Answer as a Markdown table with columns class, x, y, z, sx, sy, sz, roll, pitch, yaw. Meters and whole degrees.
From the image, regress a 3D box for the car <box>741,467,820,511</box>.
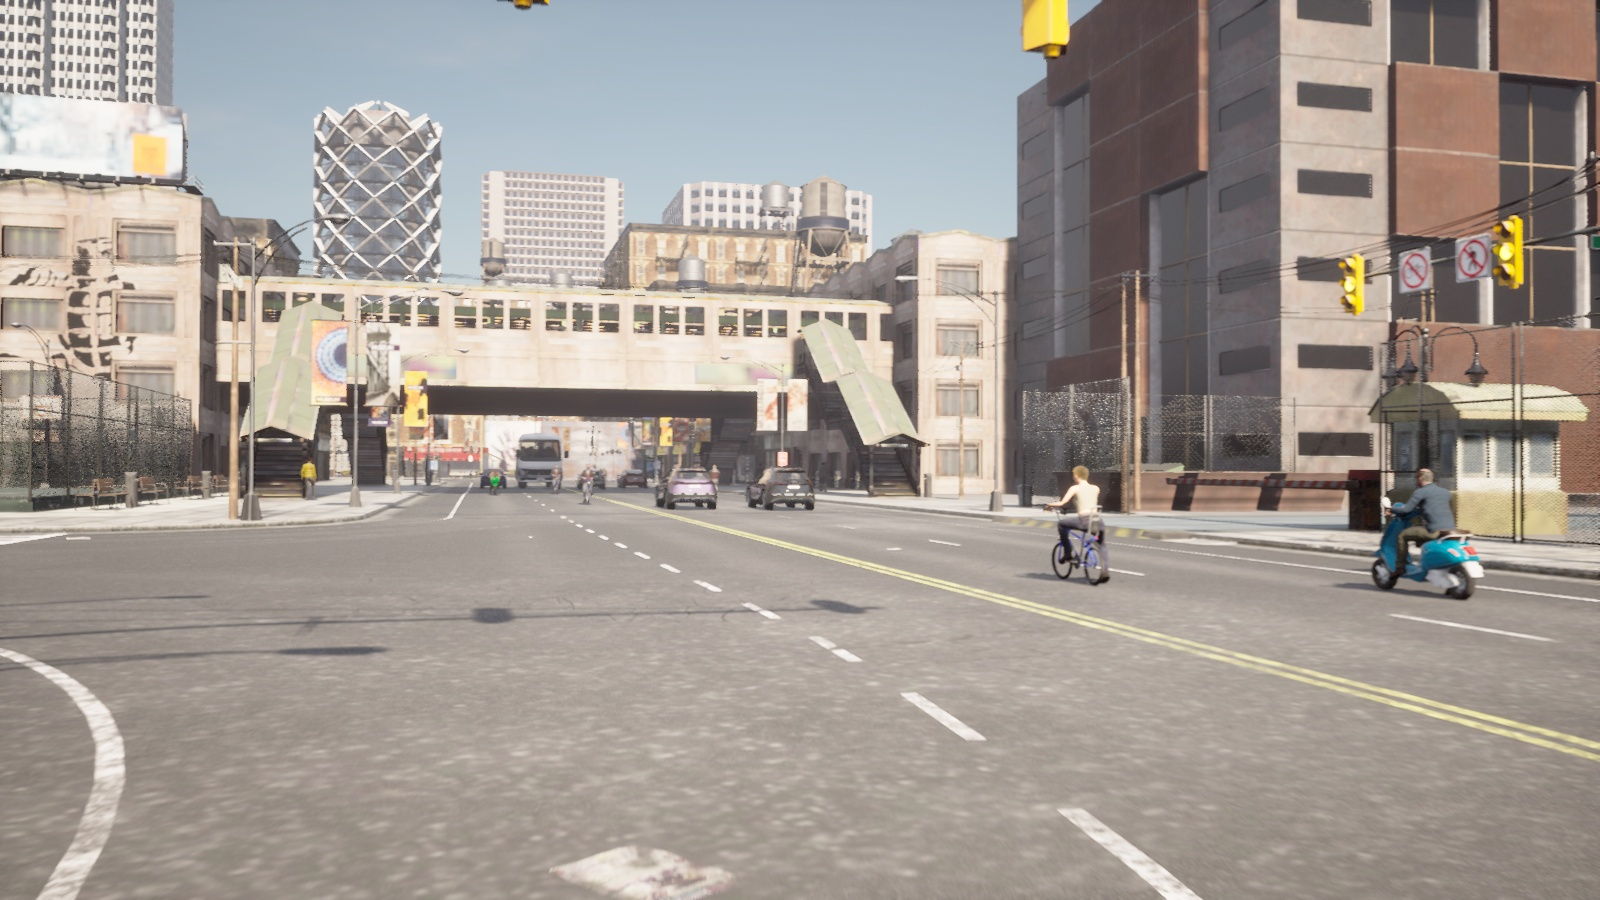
| class | x | y | z | sx | sy | sz | roll | pitch | yaw |
| --- | --- | --- | --- | --- | --- | --- | --- | --- | --- |
| car | -0.833 | 1.485 | 49.125 | 2.033 | 1.649 | 4.856 | 0 | -1 | -14 |

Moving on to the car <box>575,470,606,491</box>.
| class | x | y | z | sx | sy | sz | roll | pitch | yaw |
| --- | --- | --- | --- | --- | --- | --- | --- | --- | --- |
| car | -15.597 | 2.252 | 93.297 | 1.970 | 1.475 | 3.806 | 0 | -1 | -14 |

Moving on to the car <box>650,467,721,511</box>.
| class | x | y | z | sx | sy | sz | roll | pitch | yaw |
| --- | --- | --- | --- | --- | --- | --- | --- | --- | --- |
| car | -4.572 | 1.509 | 49.621 | 2.033 | 1.649 | 4.856 | 0 | -1 | -14 |

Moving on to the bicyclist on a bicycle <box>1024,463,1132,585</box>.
| class | x | y | z | sx | sy | sz | roll | pitch | yaw |
| --- | --- | --- | --- | --- | --- | --- | --- | --- | --- |
| bicyclist on a bicycle | 3.828 | 0.993 | 17.426 | 0.866 | 1.612 | 1.509 | 0 | -1 | -14 |

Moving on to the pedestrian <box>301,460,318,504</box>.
| class | x | y | z | sx | sy | sz | roll | pitch | yaw |
| --- | --- | --- | --- | --- | --- | --- | --- | --- | --- |
| pedestrian | -20.732 | 1.359 | 53.090 | 0.431 | 1.840 | 0.709 | 0 | -1 | 0 |

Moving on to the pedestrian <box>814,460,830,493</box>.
| class | x | y | z | sx | sy | sz | roll | pitch | yaw |
| --- | --- | --- | --- | --- | --- | --- | --- | --- | --- |
| pedestrian | 1.323 | 1.597 | 75.341 | 0.659 | 1.952 | 0.873 | 0 | -1 | -19 |

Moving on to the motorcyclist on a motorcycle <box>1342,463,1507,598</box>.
| class | x | y | z | sx | sy | sz | roll | pitch | yaw |
| --- | --- | --- | --- | --- | --- | --- | --- | --- | --- |
| motorcyclist on a motorcycle | 7.839 | 0.969 | 15.870 | 0.866 | 1.590 | 1.817 | 0 | -1 | -14 |

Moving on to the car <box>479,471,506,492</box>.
| class | x | y | z | sx | sy | sz | roll | pitch | yaw |
| --- | --- | --- | --- | --- | --- | --- | --- | --- | --- |
| car | -23.136 | 2.316 | 94.465 | 1.882 | 1.535 | 5.008 | 0 | -1 | -15 |
